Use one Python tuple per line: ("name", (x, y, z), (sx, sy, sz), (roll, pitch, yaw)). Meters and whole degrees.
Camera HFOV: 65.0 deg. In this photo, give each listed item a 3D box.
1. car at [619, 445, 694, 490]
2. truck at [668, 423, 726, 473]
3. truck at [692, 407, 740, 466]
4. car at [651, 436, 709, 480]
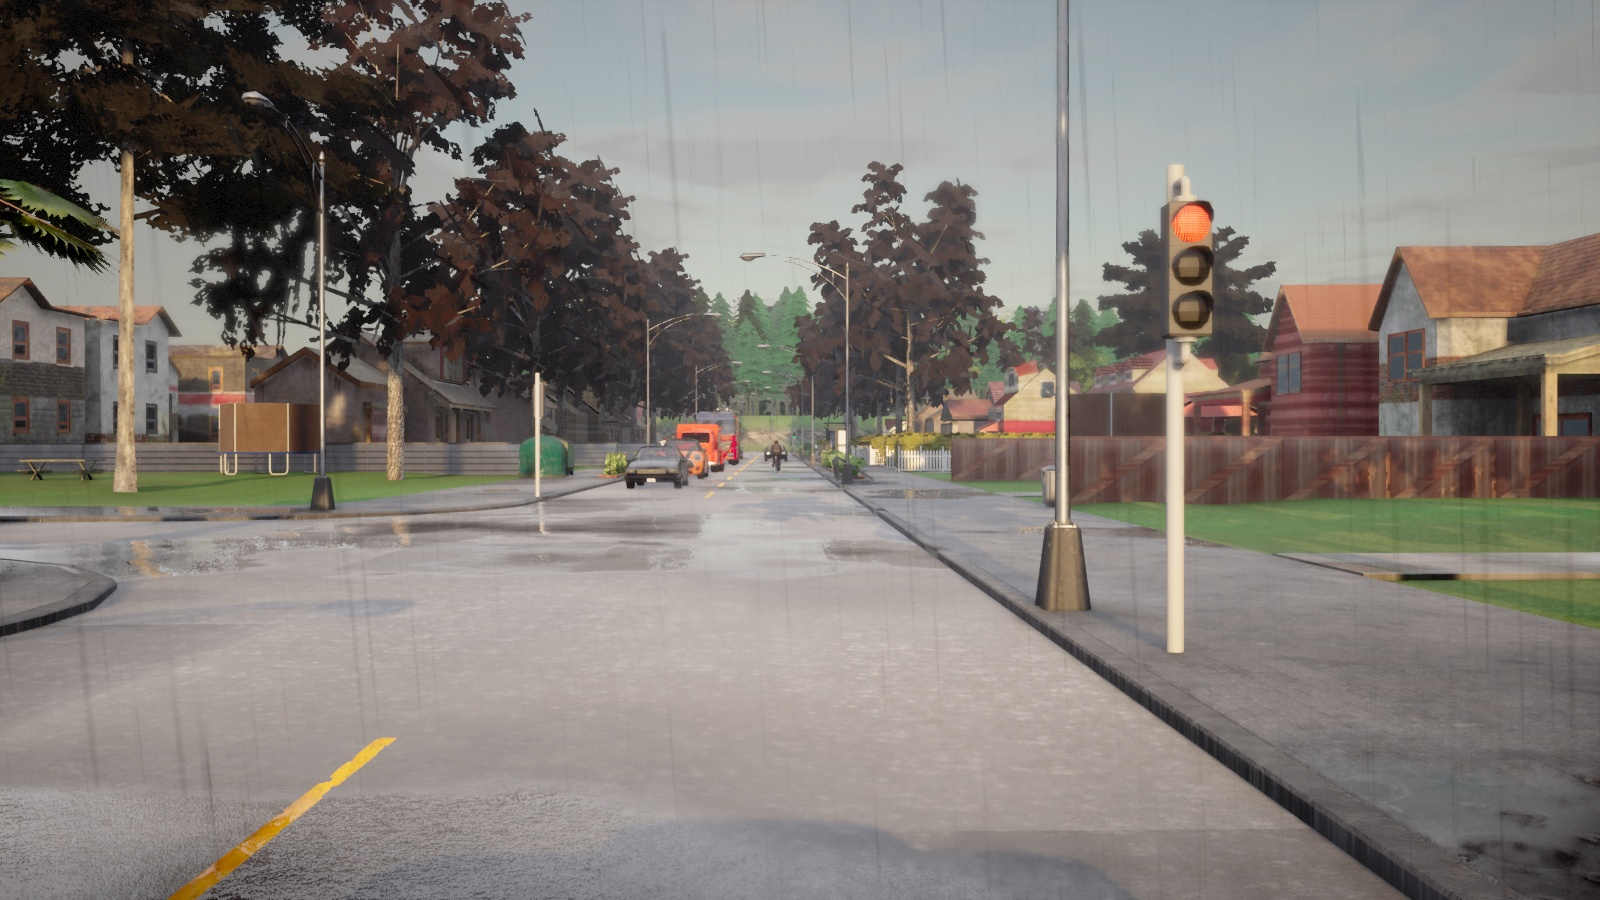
("car", (-4.789, 0.549, 42.690), (2.033, 1.411, 5.357), (0, 0, -1))
("truck", (-5.212, -0.107, 64.269), (2.627, 2.467, 5.204), (0, 0, -1))
("truck", (-5.634, -0.906, 85.641), (2.891, 3.827, 8.468), (0, 0, -1))
("car", (-4.985, 0.303, 52.843), (2.097, 1.767, 4.553), (0, 0, -1))
